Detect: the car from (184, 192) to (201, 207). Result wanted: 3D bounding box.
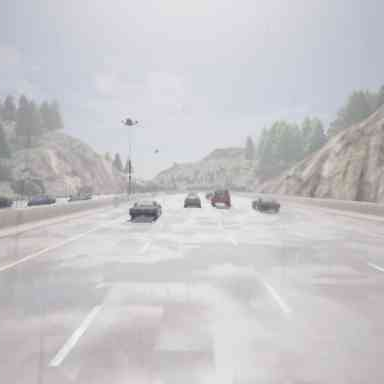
[{"bbox_3d":[0.065,1.057,41.050,1.994,1.385,4.181,0,1,0],"label":"car"}]

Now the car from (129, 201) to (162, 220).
[{"bbox_3d":[-3.328,1.292,24.693,1.895,1.301,4.718,0,1,0],"label":"car"}]

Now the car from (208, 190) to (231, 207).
[{"bbox_3d":[3.545,0.711,41.610,2.150,2.045,5.566,0,1,0],"label":"car"}]

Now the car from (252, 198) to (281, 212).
[{"bbox_3d":[7.141,1.207,32.572,1.895,1.301,4.718,0,1,0],"label":"car"}]

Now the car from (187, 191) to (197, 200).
[{"bbox_3d":[0.050,0.663,66.131,1.882,1.535,5.008,0,0,0],"label":"car"}]

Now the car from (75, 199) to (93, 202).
[{"bbox_3d":[-14.097,0.951,42.392,2.128,1.511,4.902,0,1,0],"label":"car"}]

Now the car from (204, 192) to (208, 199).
[{"bbox_3d":[3.547,0.720,65.747,1.812,1.442,4.674,0,1,0],"label":"car"}]
